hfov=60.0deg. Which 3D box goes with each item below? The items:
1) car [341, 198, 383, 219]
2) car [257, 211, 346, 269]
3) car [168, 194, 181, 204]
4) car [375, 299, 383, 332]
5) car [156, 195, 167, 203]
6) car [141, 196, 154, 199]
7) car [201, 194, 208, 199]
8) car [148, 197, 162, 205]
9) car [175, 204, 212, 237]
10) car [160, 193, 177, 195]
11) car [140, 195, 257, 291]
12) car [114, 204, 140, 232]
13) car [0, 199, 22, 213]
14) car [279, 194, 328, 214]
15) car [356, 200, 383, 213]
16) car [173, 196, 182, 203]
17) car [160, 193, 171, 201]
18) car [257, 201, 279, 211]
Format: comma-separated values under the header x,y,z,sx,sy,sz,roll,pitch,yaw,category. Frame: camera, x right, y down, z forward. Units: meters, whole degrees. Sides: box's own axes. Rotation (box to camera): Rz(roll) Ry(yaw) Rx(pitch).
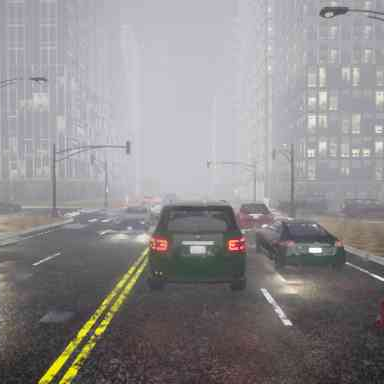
x,y,z,sx,sy,sz,roll,pitch,yaw,category
16.263,1.519,30.386,5.009,1.841,2.192,1,0,1,car
3.373,1.559,11.097,1.994,1.385,4.181,0,0,0,car
-3.188,1.304,61.537,2.097,1.767,4.553,0,0,0,car
3.355,1.600,2.272,1.895,1.301,4.718,0,0,0,car
-6.359,1.420,69.187,1.882,1.535,5.008,0,0,0,car
-6.521,1.318,49.943,2.097,1.767,4.553,0,0,1,car
3.438,1.219,91.619,1.882,1.535,5.008,0,0,0,car
-6.452,1.556,58.933,1.895,1.301,4.718,0,0,0,car
0.135,1.516,18.852,1.812,1.442,4.674,0,0,2,car
-3.257,1.185,51.726,2.150,2.045,5.566,0,0,-1,car
0.120,1.218,9.170,2.150,2.045,5.566,0,0,0,car
-3.320,1.536,20.331,2.033,1.411,5.357,0,0,0,car
-19.572,1.405,33.638,4.181,1.385,1.994,1,1,1,car
11.900,1.292,36.247,5.566,2.045,2.150,0,1,1,car
21.888,1.642,38.661,4.829,1.417,1.752,1,0,1,car
-3.105,1.535,71.590,1.895,1.301,4.718,0,0,0,car
-6.337,1.153,79.757,2.150,2.045,5.566,0,0,0,car
3.390,1.342,19.711,2.097,1.767,4.553,0,0,0,car
